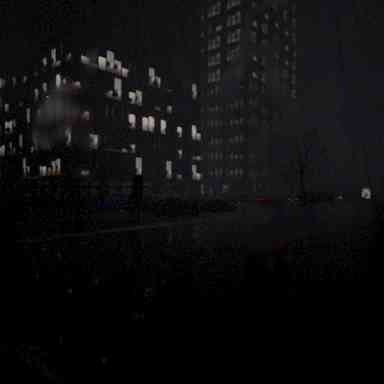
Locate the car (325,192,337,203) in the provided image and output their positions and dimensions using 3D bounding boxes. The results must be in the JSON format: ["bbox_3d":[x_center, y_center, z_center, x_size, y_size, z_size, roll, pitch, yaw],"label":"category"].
[{"bbox_3d":[20.886,0.836,53.177,2.192,1.841,5.009,1,1,41],"label":"car"}]

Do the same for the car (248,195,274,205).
[{"bbox_3d":[10.340,1.138,49.644,1.994,1.385,4.181,0,1,41],"label":"car"}]

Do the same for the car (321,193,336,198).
[{"bbox_3d":[33.007,0.824,80.264,1.947,1.339,4.313,1,1,41],"label":"car"}]

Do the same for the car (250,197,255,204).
[{"bbox_3d":[10.320,1.107,44.895,2.128,1.511,4.902,0,1,41],"label":"car"}]

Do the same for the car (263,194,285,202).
[{"bbox_3d":[14.527,1.051,58.640,1.947,1.339,4.313,1,1,41],"label":"car"}]

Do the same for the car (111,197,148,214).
[{"bbox_3d":[-4.983,1.363,31.836,1.895,1.301,4.718,0,1,41],"label":"car"}]

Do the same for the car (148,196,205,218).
[{"bbox_3d":[-1.197,1.236,27.154,1.967,1.590,4.097,1,1,41],"label":"car"}]

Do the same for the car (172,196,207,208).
[{"bbox_3d":[-0.264,1.213,41.349,1.887,1.381,4.507,1,1,41],"label":"car"}]

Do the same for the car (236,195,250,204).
[{"bbox_3d":[7.134,1.142,49.991,1.947,1.339,4.313,1,1,41],"label":"car"}]

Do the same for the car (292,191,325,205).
[{"bbox_3d":[17.190,0.882,48.853,2.192,1.841,5.009,1,1,41],"label":"car"}]

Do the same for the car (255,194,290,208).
[{"bbox_3d":[9.797,1.240,40.208,1.802,1.307,4.206,1,1,41],"label":"car"}]

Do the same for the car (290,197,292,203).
[{"bbox_3d":[17.008,1.133,52.796,1.895,1.301,4.718,0,1,41],"label":"car"}]

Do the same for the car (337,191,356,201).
[{"bbox_3d":[28.387,0.954,61.958,1.752,1.417,4.829,1,1,41],"label":"car"}]

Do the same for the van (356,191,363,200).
[{"bbox_3d":[35.670,0.680,70.476,1.690,1.788,3.998,1,1,41],"label":"van"}]

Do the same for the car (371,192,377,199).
[{"bbox_3d":[39.365,0.845,74.803,2.008,1.369,4.403,1,1,41],"label":"car"}]

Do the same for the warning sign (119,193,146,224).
[{"bbox_3d":[-3.698,0.973,20.777,1.300,1.860,1.060,0,0,41],"label":"warning sign"}]

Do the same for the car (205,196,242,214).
[{"bbox_3d":[2.456,1.316,31.516,1.947,1.339,4.313,1,1,41],"label":"car"}]

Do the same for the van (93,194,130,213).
[{"bbox_3d":[-7.739,1.100,32.770,1.690,1.788,3.998,1,1,41],"label":"van"}]

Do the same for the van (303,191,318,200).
[{"bbox_3d":[25.616,0.690,71.611,1.690,1.788,3.998,1,1,41],"label":"van"}]
